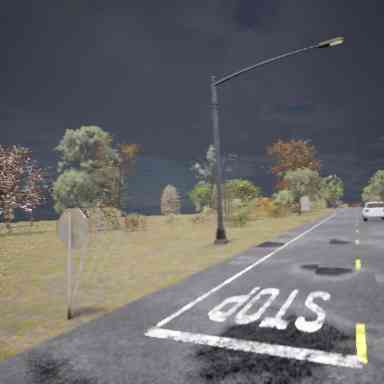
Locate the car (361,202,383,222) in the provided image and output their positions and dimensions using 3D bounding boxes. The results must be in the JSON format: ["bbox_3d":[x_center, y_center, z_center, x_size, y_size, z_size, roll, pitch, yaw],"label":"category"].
[{"bbox_3d":[19.659,2.083,35.817,2.150,2.045,5.566,-4,-3,26],"label":"car"}]
